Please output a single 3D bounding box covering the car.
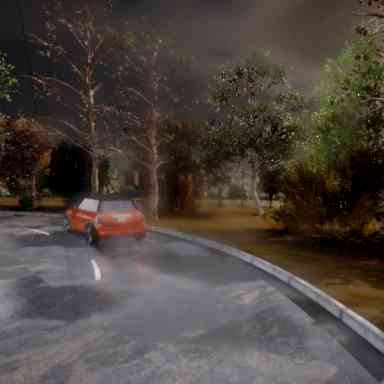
[{"bbox_3d":[-3.726,0.937,13.690,2.097,1.767,4.553,0,2,-35],"label":"car"}]
